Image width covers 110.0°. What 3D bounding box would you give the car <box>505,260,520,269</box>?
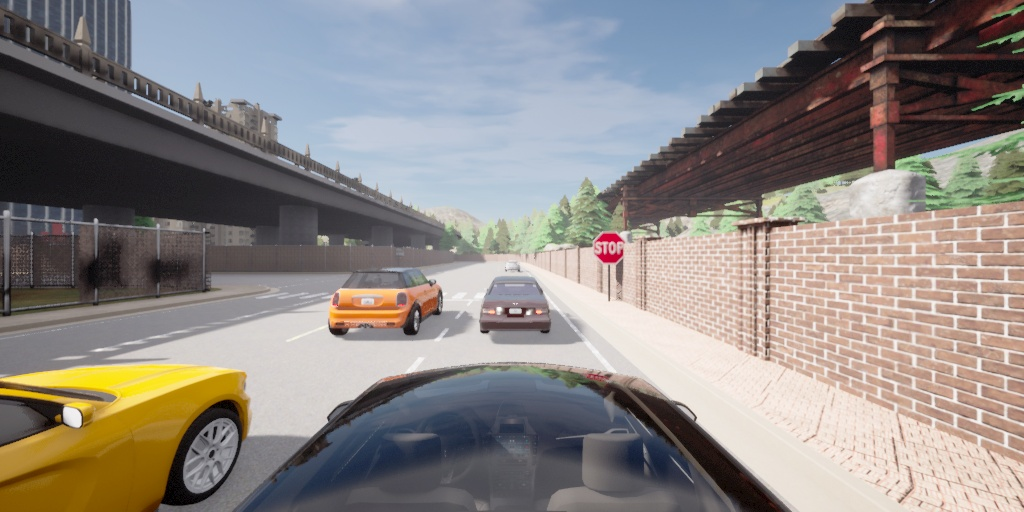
[{"bbox_3d":[0.074,1.261,45.516,1.812,1.442,4.674,0,0,-1],"label":"car"}]

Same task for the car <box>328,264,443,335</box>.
[{"bbox_3d":[-3.425,1.099,10.623,2.097,1.767,4.553,0,0,0],"label":"car"}]

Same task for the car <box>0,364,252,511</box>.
[{"bbox_3d":[-3.398,1.228,1.366,1.882,1.535,5.008,0,0,0],"label":"car"}]

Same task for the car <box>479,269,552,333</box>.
[{"bbox_3d":[0.076,1.294,10.647,2.033,1.411,5.357,0,0,0],"label":"car"}]
